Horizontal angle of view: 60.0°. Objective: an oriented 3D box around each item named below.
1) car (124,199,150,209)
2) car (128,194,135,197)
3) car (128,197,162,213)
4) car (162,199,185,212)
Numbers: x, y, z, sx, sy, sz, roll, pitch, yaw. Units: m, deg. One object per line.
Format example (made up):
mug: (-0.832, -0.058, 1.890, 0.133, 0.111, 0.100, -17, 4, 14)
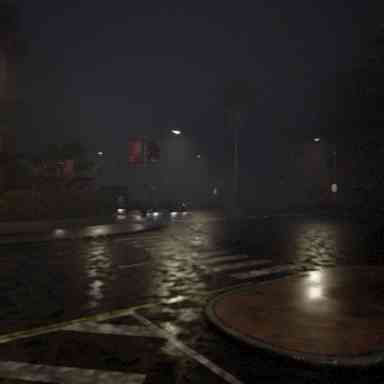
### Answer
car: (-7.973, 1.711, 48.001, 1.895, 1.301, 4.718, 0, 0, -35)
car: (-13.690, 1.368, 68.260, 2.150, 2.045, 5.566, 0, 0, -39)
car: (-6.036, 1.639, 39.148, 2.033, 1.411, 5.357, 0, 0, -35)
car: (-2.738, 1.636, 40.551, 1.812, 1.442, 4.674, 0, 0, -35)
